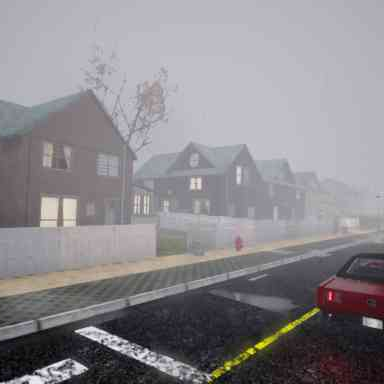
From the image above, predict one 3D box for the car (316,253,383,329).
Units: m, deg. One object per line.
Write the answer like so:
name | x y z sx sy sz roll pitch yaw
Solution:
car | 4.393 1.989 7.200 1.895 1.301 4.718 -1 -4 39
